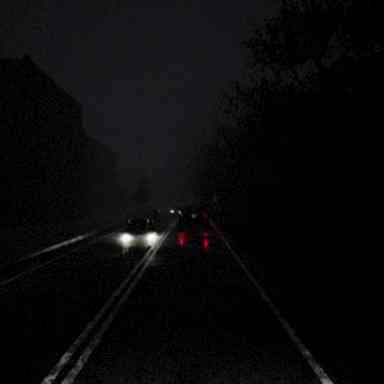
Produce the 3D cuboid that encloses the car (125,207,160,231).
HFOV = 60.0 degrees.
[{"bbox_3d":[-3.315,1.798,23.049,1.882,1.535,5.008,0,-1,0],"label":"car"}]

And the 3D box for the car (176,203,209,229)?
[{"bbox_3d":[0.127,1.703,24.625,2.097,1.767,4.553,0,-1,0],"label":"car"}]

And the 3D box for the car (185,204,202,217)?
[{"bbox_3d":[0.199,2.289,42.319,2.033,1.411,5.357,0,-2,0],"label":"car"}]

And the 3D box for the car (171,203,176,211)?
[{"bbox_3d":[-3.035,2.953,65.102,1.812,1.442,4.674,0,-2,1],"label":"car"}]
